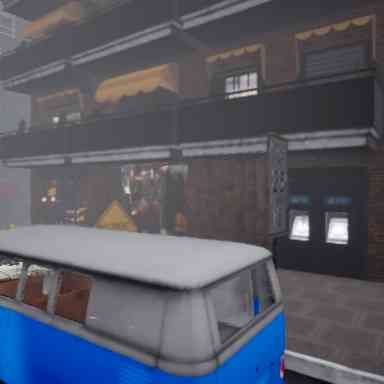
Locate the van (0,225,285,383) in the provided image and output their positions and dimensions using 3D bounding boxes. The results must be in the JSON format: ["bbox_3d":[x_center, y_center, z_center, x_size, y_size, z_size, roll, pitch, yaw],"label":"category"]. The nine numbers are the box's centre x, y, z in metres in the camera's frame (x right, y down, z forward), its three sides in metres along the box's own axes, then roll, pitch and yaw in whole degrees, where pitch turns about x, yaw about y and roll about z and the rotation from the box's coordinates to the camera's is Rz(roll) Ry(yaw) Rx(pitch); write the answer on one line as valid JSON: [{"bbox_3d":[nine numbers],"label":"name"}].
[{"bbox_3d":[-1.032,1.332,3.588,3.998,1.788,1.690,0,1,35],"label":"van"}]

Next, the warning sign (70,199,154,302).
[{"bbox_3d":[-1.650,1.099,6.955,1.060,1.860,1.300,1,0,35],"label":"warning sign"}]
